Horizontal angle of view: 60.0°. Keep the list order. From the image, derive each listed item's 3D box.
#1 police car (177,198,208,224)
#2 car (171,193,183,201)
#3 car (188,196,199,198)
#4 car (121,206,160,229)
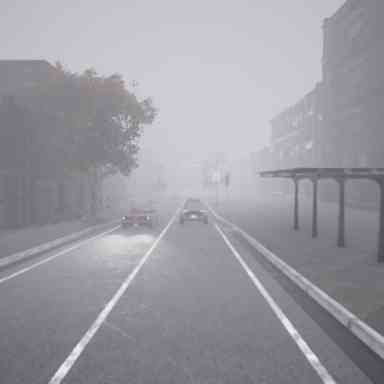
[{"bbox_3d":[0.127,1.445,24.540,2.038,1.542,4.974,0,0,0],"label":"police car"},{"bbox_3d":[-2.788,0.974,62.720,1.837,1.490,4.892,0,1,1],"label":"car"},{"bbox_3d":[0.197,1.244,42.685,2.163,1.488,4.792,0,1,0],"label":"car"},{"bbox_3d":[-3.213,1.563,21.287,1.895,1.301,4.718,0,0,0],"label":"car"}]
